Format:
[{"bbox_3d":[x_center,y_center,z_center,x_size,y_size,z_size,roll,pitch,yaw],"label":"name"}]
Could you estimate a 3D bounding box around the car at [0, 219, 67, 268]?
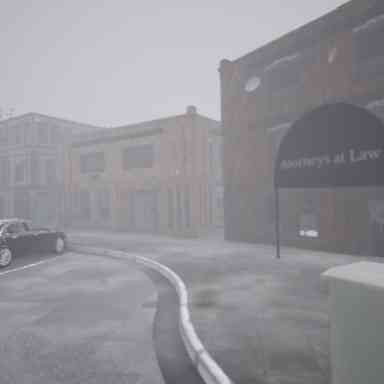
[{"bbox_3d":[-6.615,1.746,12.352,2.231,1.521,4.892,-1,-1,13],"label":"car"}]
